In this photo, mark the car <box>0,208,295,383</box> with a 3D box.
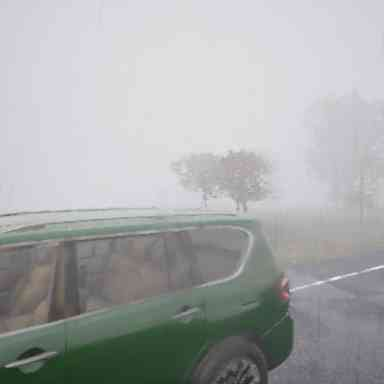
[{"bbox_3d":[-1.476,1.217,2.928,5.566,2.045,2.150,0,0,-35],"label":"car"}]
